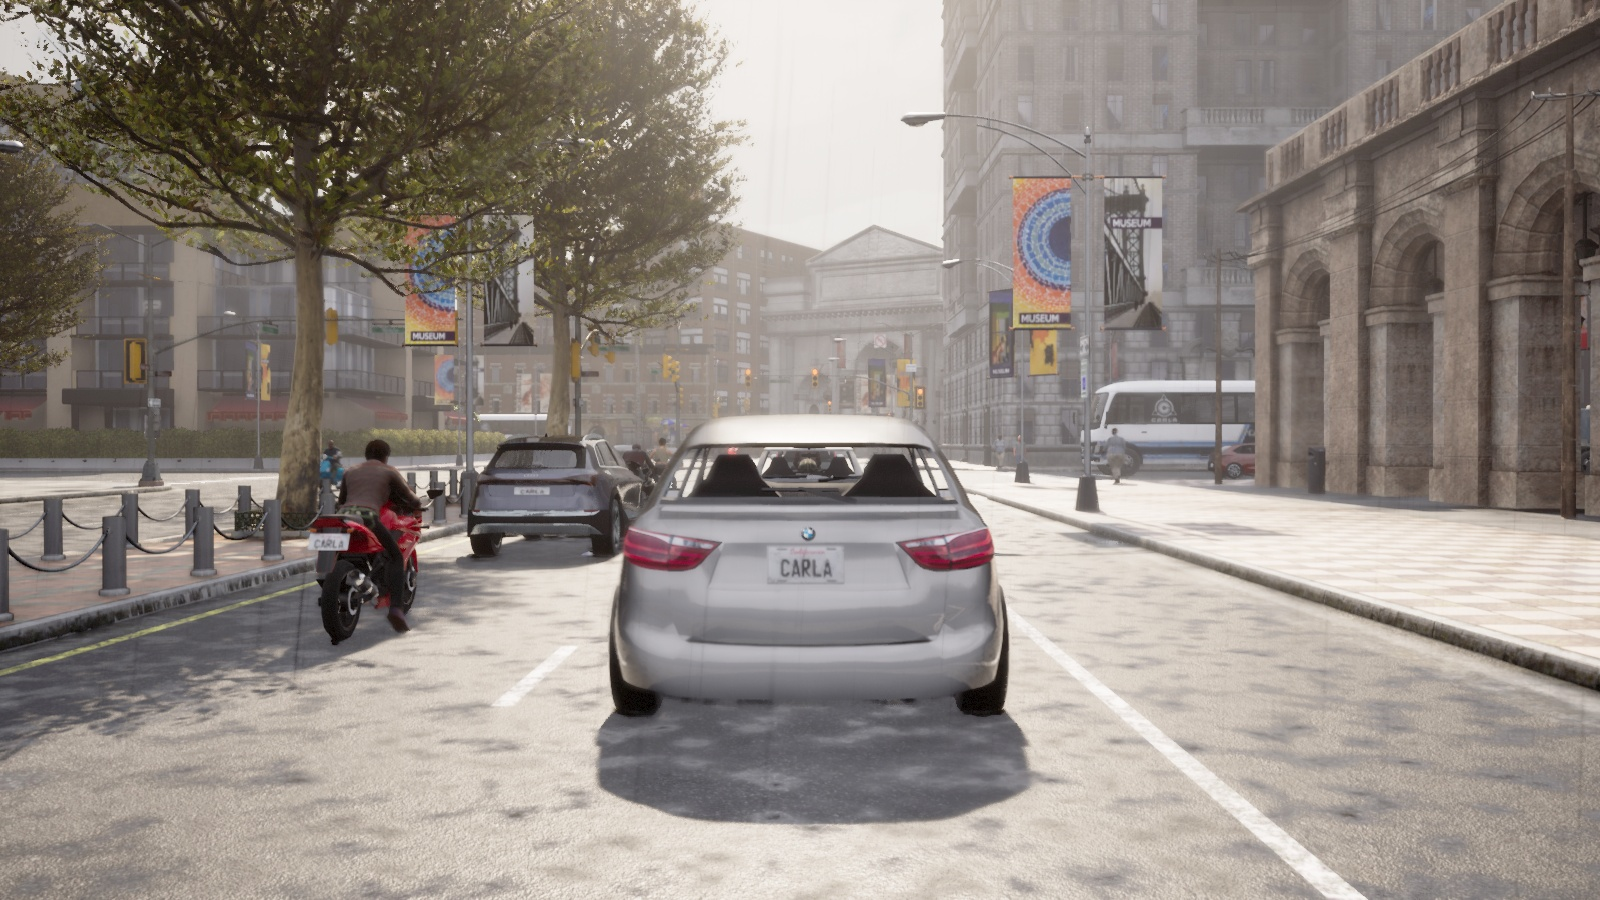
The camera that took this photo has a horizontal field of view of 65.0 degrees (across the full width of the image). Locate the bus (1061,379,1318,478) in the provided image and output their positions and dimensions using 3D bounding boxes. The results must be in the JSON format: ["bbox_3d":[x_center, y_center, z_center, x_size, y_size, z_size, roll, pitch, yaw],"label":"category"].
[{"bbox_3d":[17.262,-0.938,56.288,10.273,4.253,3.944,0,0,0],"label":"bus"}]

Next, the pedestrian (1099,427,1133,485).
[{"bbox_3d":[10.212,0.179,40.646,0.874,1.855,0.900,0,0,0],"label":"pedestrian"}]

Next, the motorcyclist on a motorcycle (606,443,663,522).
[{"bbox_3d":[-3.343,0.632,25.621,0.866,1.530,2.191,0,0,0],"label":"motorcyclist on a motorcycle"}]

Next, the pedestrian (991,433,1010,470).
[{"bbox_3d":[10.309,0.066,64.616,0.874,1.855,0.900,0,0,2],"label":"pedestrian"}]

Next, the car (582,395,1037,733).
[{"bbox_3d":[0.061,0.543,8.499,2.242,1.667,4.611,0,0,0],"label":"car"}]

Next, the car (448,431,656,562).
[{"bbox_3d":[-3.385,0.570,18.159,2.033,1.649,4.856,0,0,0],"label":"car"}]

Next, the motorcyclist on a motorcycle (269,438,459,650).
[{"bbox_3d":[-3.429,0.669,10.097,0.797,1.523,2.044,0,1,0],"label":"motorcyclist on a motorcycle"}]

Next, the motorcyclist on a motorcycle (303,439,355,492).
[{"bbox_3d":[-14.646,0.465,39.084,0.866,1.590,1.817,0,0,3],"label":"motorcyclist on a motorcycle"}]

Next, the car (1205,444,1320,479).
[{"bbox_3d":[19.398,0.474,52.795,4.193,1.474,1.816,0,0,0],"label":"car"}]

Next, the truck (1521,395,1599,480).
[{"bbox_3d":[35.082,-0.509,52.729,7.936,3.462,2.891,0,0,1],"label":"truck"}]
